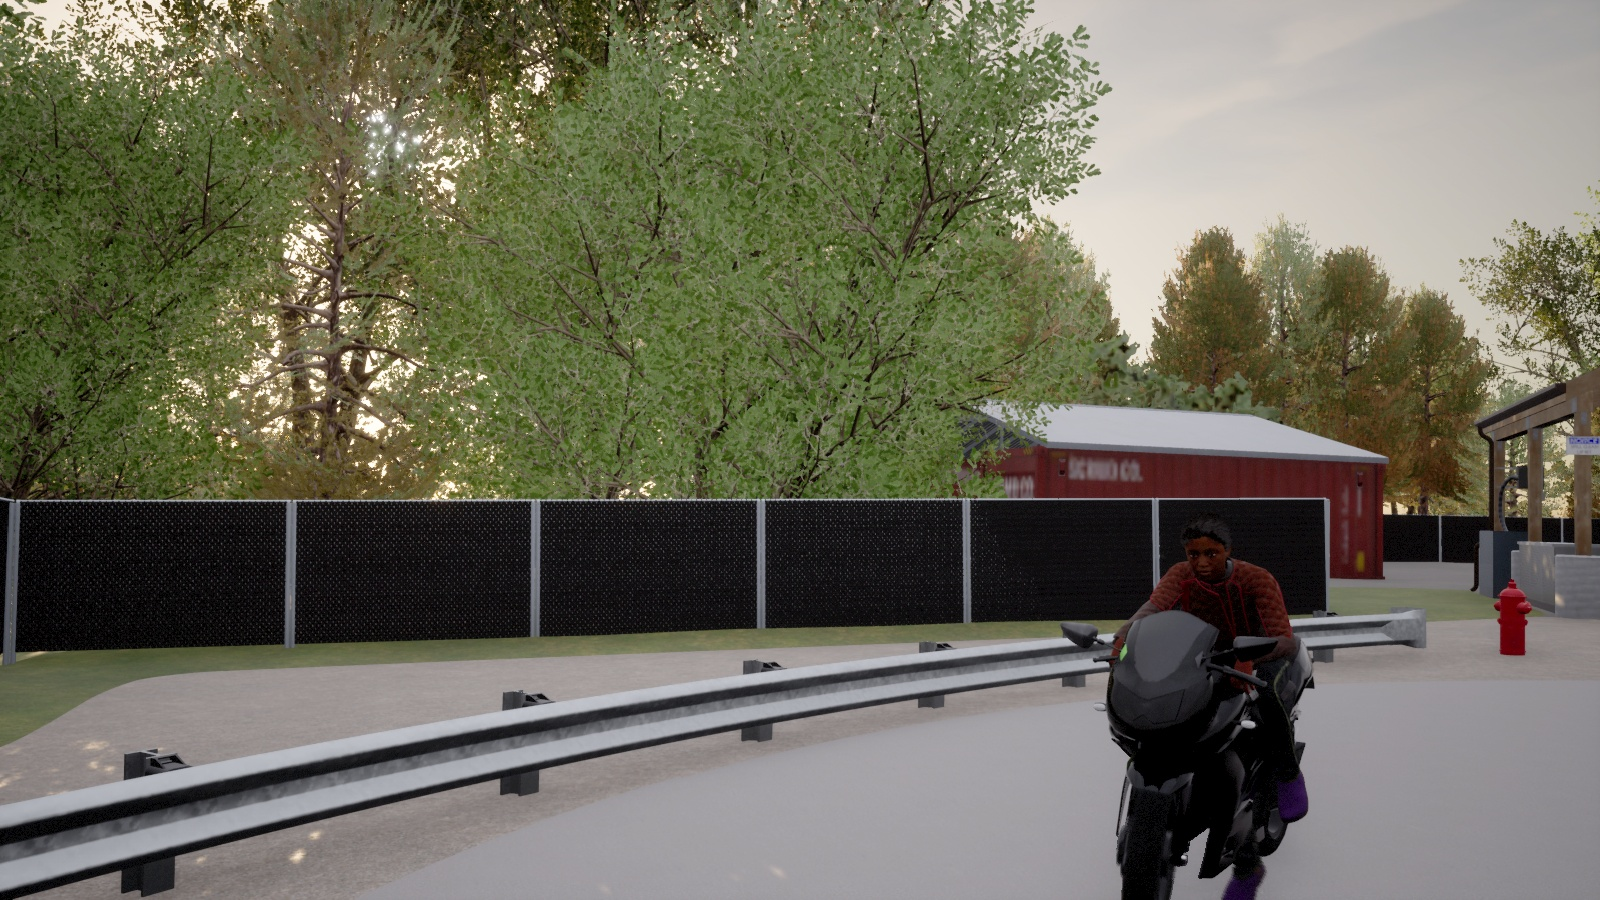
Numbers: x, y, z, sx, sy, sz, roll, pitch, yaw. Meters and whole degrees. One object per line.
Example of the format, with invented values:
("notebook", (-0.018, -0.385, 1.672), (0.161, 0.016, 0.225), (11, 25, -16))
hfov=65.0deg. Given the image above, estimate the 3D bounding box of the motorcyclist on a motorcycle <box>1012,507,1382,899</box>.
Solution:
("motorcyclist on a motorcycle", (1.673, 0.996, 5.020), (0.797, 1.523, 2.044), (-1, -3, 36))
